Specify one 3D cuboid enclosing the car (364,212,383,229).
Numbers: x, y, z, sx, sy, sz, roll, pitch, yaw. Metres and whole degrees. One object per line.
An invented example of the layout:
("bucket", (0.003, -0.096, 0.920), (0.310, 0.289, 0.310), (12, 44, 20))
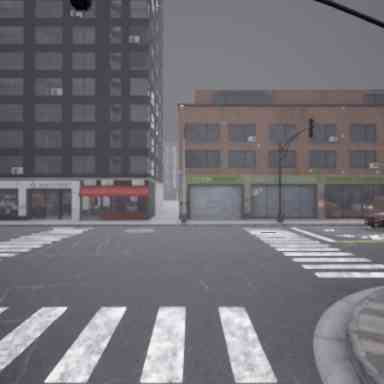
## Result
("car", (13.178, 1.534, 20.249), (5.008, 1.535, 1.882), (0, -1, 1))
